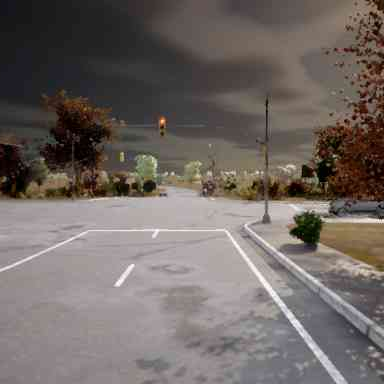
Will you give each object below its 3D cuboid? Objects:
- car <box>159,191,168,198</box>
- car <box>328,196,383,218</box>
[{"bbox_3d":[-6.999,0.559,80.720,1.882,1.535,5.008,0,-1,0],"label":"car"},{"bbox_3d":[11.922,0.992,23.575,4.181,1.385,1.994,0,2,10],"label":"car"}]
